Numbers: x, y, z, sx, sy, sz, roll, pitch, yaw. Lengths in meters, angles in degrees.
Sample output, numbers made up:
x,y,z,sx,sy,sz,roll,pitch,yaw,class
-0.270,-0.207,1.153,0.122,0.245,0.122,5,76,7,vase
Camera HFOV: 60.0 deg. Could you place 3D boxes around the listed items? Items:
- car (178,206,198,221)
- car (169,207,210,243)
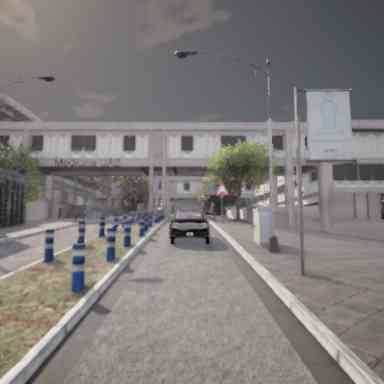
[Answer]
x,y,z,sx,sy,sz,roll,pitch,yaw,class
-0.450,2.204,34.383,1.895,1.301,4.718,0,-1,-1,car
-0.129,1.616,16.581,2.128,1.511,4.902,0,-1,-1,car
